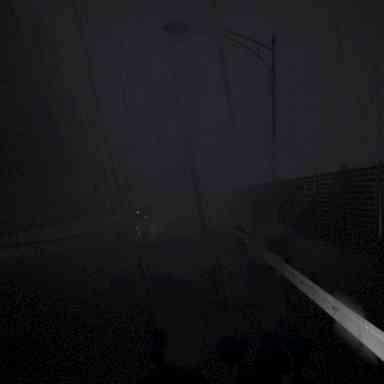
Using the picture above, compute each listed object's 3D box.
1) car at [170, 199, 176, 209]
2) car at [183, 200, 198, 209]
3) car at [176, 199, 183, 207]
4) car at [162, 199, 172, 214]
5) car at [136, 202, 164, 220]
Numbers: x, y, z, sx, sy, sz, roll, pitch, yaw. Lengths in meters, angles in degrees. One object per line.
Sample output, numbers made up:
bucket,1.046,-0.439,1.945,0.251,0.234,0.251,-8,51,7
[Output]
car,-4.001,2.076,51.402,1.994,1.385,4.181,0,-1,0
car,-0.011,2.103,55.772,2.033,1.411,5.357,0,-1,-4
car,-3.903,2.131,65.466,5.008,1.535,1.882,0,-1,40
car,-4.054,1.960,41.417,2.033,1.411,5.357,0,-1,0
car,-4.093,1.917,31.655,1.895,1.301,4.718,0,-1,0
